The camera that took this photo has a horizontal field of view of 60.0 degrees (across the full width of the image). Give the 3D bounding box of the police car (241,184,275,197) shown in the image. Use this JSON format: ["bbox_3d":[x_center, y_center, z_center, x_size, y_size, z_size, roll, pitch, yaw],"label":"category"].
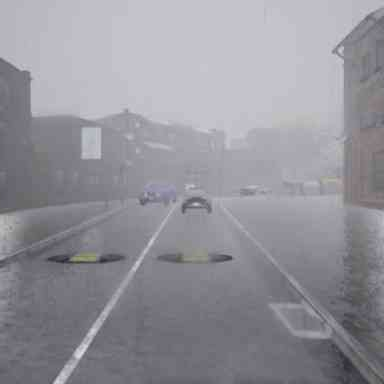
[{"bbox_3d":[8.235,-0.141,40.972,5.238,1.638,1.930,-1,0,-39],"label":"police car"}]

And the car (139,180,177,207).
[{"bbox_3d":[-2.652,0.018,27.011,2.150,2.045,5.566,0,2,7],"label":"car"}]

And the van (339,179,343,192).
[{"bbox_3d":[24.091,-1.051,54.006,1.878,1.987,4.442,-3,1,-11],"label":"van"}]

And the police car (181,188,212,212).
[{"bbox_3d":[0.349,0.484,23.073,2.038,1.542,4.974,0,3,2],"label":"police car"}]
